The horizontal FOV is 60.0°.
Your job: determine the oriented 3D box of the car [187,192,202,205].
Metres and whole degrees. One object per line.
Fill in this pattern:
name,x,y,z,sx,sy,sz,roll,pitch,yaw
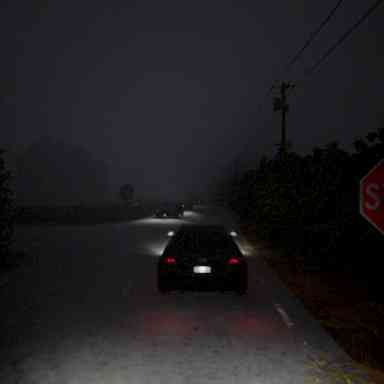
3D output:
car,0.496,1.088,54.699,2.150,2.045,5.566,0,1,5

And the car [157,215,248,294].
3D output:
car,0.265,1.543,8.759,1.994,1.385,4.181,0,0,1

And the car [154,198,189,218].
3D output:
car,-1.865,1.477,29.504,2.033,1.411,5.357,0,0,7

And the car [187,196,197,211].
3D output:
car,-0.893,1.506,39.626,1.895,1.301,4.718,0,0,5

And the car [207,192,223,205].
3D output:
car,4.078,1.088,56.808,2.150,2.045,5.566,0,0,5
